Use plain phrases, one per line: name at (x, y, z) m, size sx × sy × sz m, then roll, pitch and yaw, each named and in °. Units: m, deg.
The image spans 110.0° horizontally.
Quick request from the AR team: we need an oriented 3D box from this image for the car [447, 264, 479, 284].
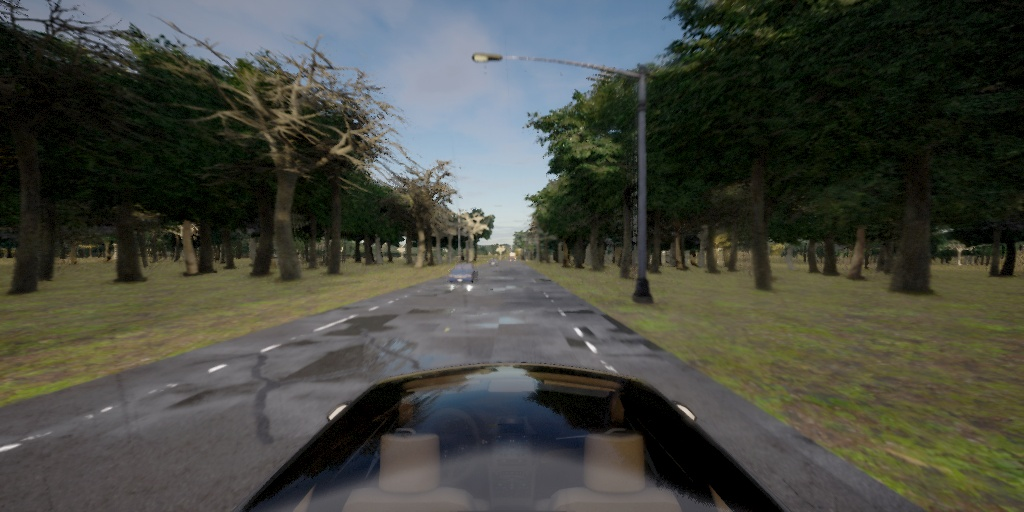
car at (-3.579, 1.289, 27.343) m, size 2.033 × 1.411 × 5.357 m, roll 0°, pitch 0°, yaw 0°
